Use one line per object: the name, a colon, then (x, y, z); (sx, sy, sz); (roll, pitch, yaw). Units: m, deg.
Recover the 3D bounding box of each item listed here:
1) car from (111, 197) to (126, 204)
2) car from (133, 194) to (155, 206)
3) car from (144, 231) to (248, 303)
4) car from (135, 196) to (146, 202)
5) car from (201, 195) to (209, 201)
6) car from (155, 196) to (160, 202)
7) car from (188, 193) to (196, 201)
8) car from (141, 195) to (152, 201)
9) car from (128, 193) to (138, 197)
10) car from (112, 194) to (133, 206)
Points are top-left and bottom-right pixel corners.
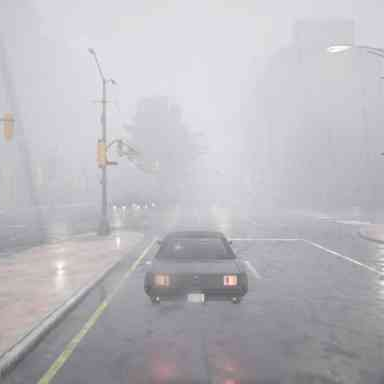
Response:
car: (-14.740, 1.595, 66.810); (1.895, 1.301, 4.718); (0, 0, 0)
car: (-8.080, 1.547, 56.501); (2.033, 1.411, 5.357); (0, 0, 0)
car: (0.076, 1.601, 8.154); (1.895, 1.301, 4.718); (0, 0, 0)
car: (-11.489, 1.552, 74.399); (1.994, 1.385, 4.181); (0, 0, 0)
car: (3.513, 1.595, 86.971); (1.895, 1.301, 4.718); (0, 0, 0)
car: (-8.020, 1.564, 65.737); (1.994, 1.385, 4.181); (0, 0, 1)
car: (0.013, 1.540, 85.794); (2.033, 1.411, 5.357); (0, 0, 0)
car: (-11.487, 1.525, 84.632); (2.128, 1.511, 4.902); (0, 0, 0)
car: (-11.528, 1.221, 64.515); (2.150, 2.045, 5.566); (0, 0, 1)
car: (-11.580, 1.525, 55.103); (1.812, 1.442, 4.674); (0, 0, 0)
